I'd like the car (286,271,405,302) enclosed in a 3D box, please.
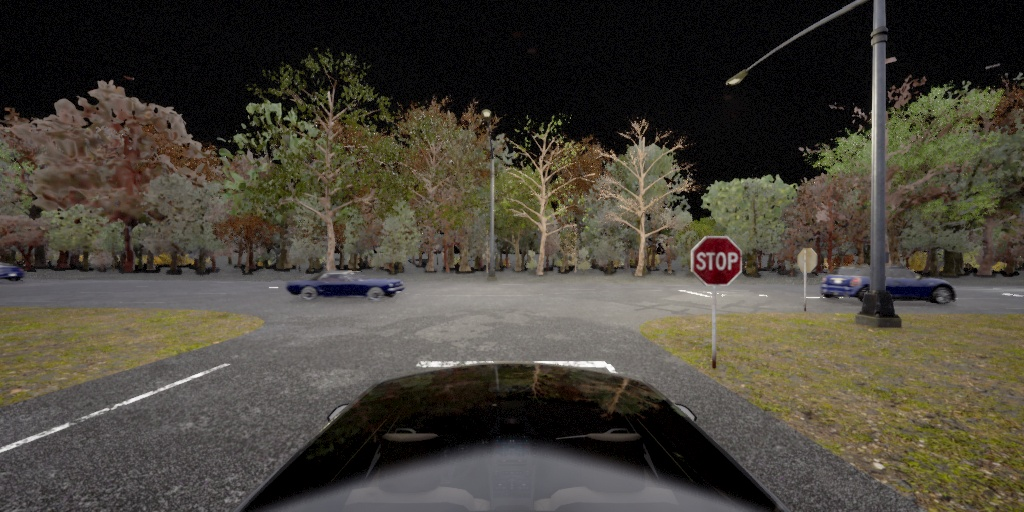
[{"bbox_3d":[-7.402,1.327,16.304,4.718,1.301,1.895,1,0,1],"label":"car"}]

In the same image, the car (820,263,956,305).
[{"bbox_3d":[16.867,1.197,16.211,4.553,1.767,2.097,0,0,0],"label":"car"}]

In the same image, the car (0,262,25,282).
[{"bbox_3d":[-35.528,1.061,23.917,4.674,1.442,1.812,0,0,1],"label":"car"}]
